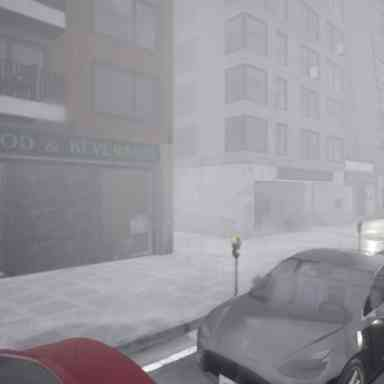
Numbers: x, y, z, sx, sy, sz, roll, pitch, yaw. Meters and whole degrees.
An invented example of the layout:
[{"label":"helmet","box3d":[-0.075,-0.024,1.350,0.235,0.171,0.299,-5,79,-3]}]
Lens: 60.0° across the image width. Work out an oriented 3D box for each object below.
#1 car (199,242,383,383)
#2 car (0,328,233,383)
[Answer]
[{"label":"car","box3d":[2.012,1.564,4.729,4.313,1.339,1.947,0,0,-42]},{"label":"car","box3d":[-2.097,1.543,1.036,4.507,1.381,1.887,0,0,-42]}]
